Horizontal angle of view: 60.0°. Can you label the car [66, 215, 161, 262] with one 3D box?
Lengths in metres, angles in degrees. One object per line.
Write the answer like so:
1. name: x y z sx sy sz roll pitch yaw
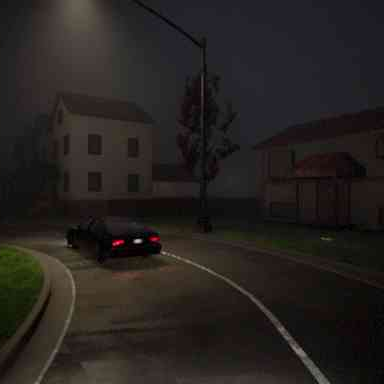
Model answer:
1. car: -3.106 1.571 12.330 2.033 1.411 5.357 0 0 -35
